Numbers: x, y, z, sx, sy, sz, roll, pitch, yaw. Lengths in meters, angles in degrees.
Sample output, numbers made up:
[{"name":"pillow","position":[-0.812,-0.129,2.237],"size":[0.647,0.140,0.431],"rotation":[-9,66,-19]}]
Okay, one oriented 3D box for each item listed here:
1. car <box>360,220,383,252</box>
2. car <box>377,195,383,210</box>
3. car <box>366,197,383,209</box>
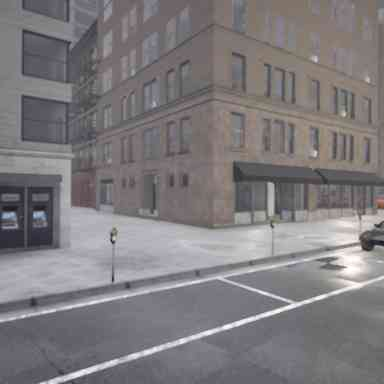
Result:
[{"name":"car","position":[8.153,1.530,12.572],"size":[4.313,1.339,1.947],"rotation":[0,1,-35]},{"name":"car","position":[21.463,1.097,35.006],"size":[2.097,1.767,4.553],"rotation":[1,0,-35]},{"name":"car","position":[23.188,1.306,38.197],"size":[2.033,1.411,5.357],"rotation":[1,0,-35]}]
